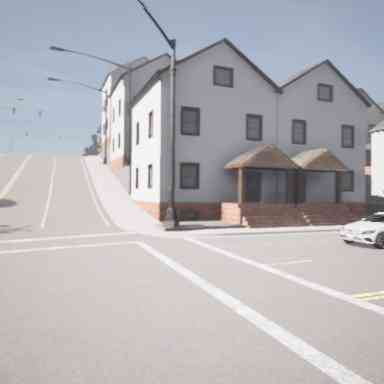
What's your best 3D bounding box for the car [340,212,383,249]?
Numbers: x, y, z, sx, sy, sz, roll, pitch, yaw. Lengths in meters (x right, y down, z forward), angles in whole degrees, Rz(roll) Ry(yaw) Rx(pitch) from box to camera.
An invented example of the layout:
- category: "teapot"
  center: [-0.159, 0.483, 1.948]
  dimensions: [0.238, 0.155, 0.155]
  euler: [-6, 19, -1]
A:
- category: "car"
  center: [8.881, 1.627, 14.895]
  dimensions: [4.674, 1.442, 1.812]
  euler: [1, 0, -21]
